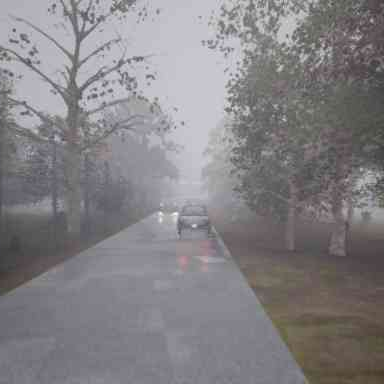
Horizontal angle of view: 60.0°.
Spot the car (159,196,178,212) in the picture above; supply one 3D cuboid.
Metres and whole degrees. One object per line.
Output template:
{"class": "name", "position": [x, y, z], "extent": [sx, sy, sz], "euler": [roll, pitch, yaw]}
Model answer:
{"class": "car", "position": [-2.643, 1.393, 39.302], "extent": [2.097, 1.767, 4.553], "euler": [0, 0, 0]}

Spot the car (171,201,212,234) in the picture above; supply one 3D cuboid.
{"class": "car", "position": [0.128, 1.512, 19.426], "extent": [2.128, 1.511, 4.902], "euler": [0, 0, 0]}

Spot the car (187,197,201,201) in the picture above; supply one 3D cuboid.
{"class": "car", "position": [0.204, 1.393, 37.930], "extent": [2.097, 1.767, 4.553], "euler": [0, 0, 0]}
